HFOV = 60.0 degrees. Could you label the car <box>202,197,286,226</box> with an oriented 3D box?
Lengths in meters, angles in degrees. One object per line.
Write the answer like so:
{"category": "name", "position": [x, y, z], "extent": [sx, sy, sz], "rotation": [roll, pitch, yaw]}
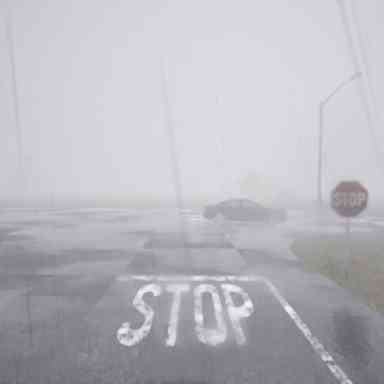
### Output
{"category": "car", "position": [3.095, 1.095, 19.935], "extent": [5.008, 1.535, 1.882], "rotation": [1, 2, 0]}
